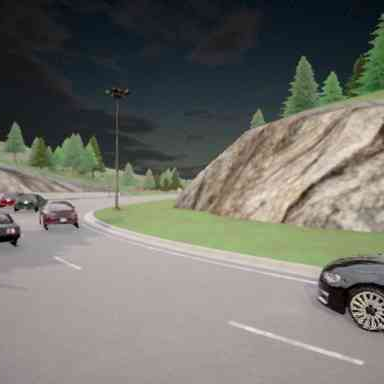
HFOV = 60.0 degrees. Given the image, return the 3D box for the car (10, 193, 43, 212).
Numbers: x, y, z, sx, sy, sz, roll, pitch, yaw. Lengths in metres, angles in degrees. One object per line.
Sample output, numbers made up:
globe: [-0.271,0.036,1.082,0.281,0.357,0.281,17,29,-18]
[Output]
car: [-15.390,0.965,32.211,2.097,1.767,4.553,1,0,-9]

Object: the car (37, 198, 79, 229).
car: [-7.981,1.309,19.873,1.812,1.442,4.674,0,0,-28]

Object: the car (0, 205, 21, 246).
car: [-8.308,1.414,13.497,1.895,1.301,4.718,1,0,-35]

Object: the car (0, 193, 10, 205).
car: [-19.193,0.887,36.905,2.097,1.767,4.553,1,0,-2]

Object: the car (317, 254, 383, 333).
car: [4.600,1.531,5.218,4.902,1.511,2.128,1,0,35]
